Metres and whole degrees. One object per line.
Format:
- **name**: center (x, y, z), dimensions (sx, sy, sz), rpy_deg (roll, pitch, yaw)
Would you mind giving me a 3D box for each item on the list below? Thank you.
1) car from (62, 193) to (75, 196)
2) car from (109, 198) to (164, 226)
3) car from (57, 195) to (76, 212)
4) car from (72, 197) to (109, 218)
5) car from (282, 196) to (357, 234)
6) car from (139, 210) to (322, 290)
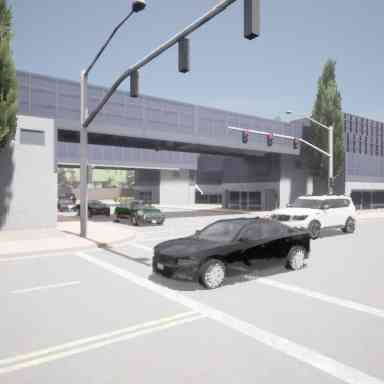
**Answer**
- **car**: center (-23.692, 1.221, 63.071), dimensions (2.150, 2.045, 5.566), rpy_deg (0, 0, -36)
- **car**: center (-3.795, 1.352, 23.535), dimensions (2.097, 1.767, 4.553), rpy_deg (0, 0, -36)
- **car**: center (-14.826, 1.492, 38.692), dimensions (2.128, 1.511, 4.902), rpy_deg (0, 0, -36)
- **car**: center (-9.245, 1.478, 31.020), dimensions (1.882, 1.535, 5.008), rpy_deg (0, 0, -36)
- **car**: center (6.532, 1.223, 17.563), dimensions (5.566, 2.045, 2.150), rpy_deg (0, 0, -37)
- **car**: center (1.271, 1.477, 9.298), dimensions (5.008, 1.535, 1.882), rpy_deg (0, 0, -36)
